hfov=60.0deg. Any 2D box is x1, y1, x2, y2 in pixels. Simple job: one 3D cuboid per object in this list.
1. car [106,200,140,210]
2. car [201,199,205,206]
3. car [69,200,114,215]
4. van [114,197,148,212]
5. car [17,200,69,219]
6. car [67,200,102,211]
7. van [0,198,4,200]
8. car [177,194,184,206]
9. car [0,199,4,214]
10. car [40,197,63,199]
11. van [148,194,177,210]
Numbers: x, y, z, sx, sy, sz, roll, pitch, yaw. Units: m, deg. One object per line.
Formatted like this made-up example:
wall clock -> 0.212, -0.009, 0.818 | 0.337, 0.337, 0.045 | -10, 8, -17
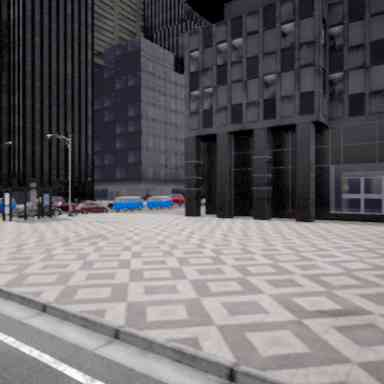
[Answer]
car -> -9.693, 1.763, 46.924 | 1.895, 1.301, 4.718 | 0, 0, 36
car -> 2.359, 1.728, 53.736 | 1.802, 1.307, 4.206 | 0, 0, 35
car -> -10.827, 1.734, 35.247 | 1.802, 1.307, 4.206 | 0, 0, 35
van -> -7.531, 1.490, 39.870 | 1.690, 1.788, 3.998 | 0, 0, 35
car -> -14.125, 1.707, 30.625 | 2.008, 1.369, 4.403 | 0, 0, 35
car -> -14.472, 1.753, 44.819 | 1.802, 1.307, 4.206 | 0, 0, 35
van -> -21.066, 1.519, 35.574 | 1.690, 1.788, 3.998 | 0, 0, 35
car -> -3.618, 1.382, 55.366 | 2.150, 2.045, 5.566 | 0, 0, 36
car -> -20.829, 1.700, 31.316 | 1.812, 1.442, 4.674 | 0, 0, 37
car -> -17.769, 1.490, 40.196 | 2.192, 1.841, 5.009 | 0, 0, 35
van -> -4.235, 1.488, 44.492 | 1.690, 1.788, 3.998 | 0, 0, 35
